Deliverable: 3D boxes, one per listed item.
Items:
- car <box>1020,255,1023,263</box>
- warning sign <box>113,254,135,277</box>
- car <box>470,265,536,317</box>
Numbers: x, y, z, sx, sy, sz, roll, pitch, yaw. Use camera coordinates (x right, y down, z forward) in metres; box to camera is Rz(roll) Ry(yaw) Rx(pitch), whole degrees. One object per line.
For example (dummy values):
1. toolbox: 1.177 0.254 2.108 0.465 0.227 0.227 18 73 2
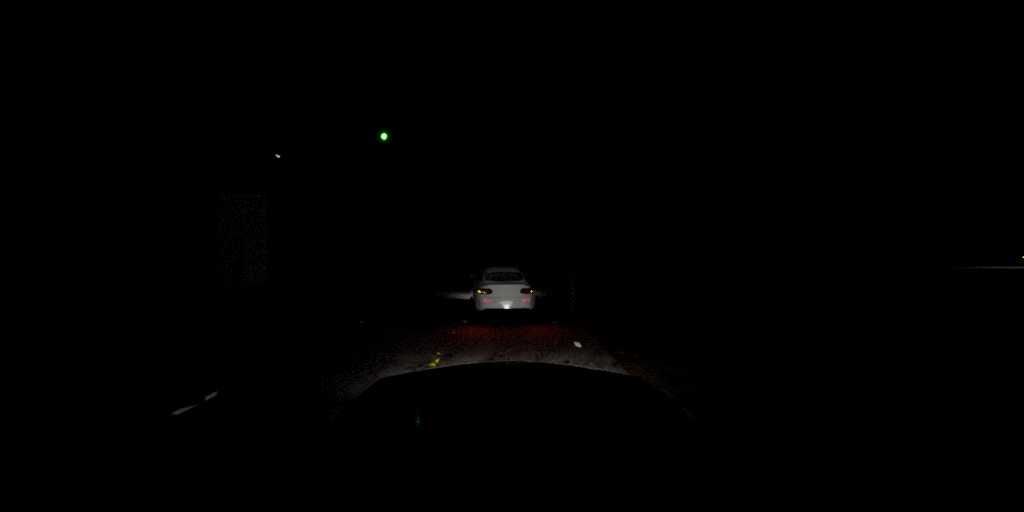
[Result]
1. car: 41.159 0.117 26.595 4.718 1.301 1.895 -1 -1 0
2. warning sign: -32.482 0.801 30.139 1.060 1.860 1.300 0 0 0
3. car: -0.387 1.027 11.811 1.812 1.442 4.674 0 2 -6
